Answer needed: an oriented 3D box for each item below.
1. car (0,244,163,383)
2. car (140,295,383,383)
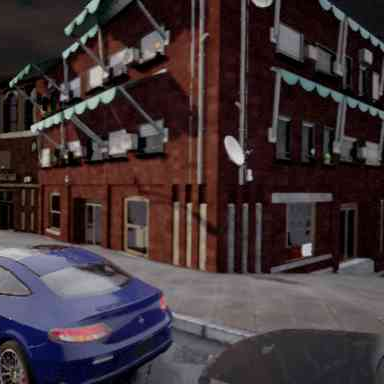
[{"bbox_3d":[-2.413,1.522,4.915,4.674,1.452,2.002,0,0,35],"label":"car"},{"bbox_3d":[2.134,1.518,1.747,4.674,1.452,2.002,0,0,36],"label":"car"}]
